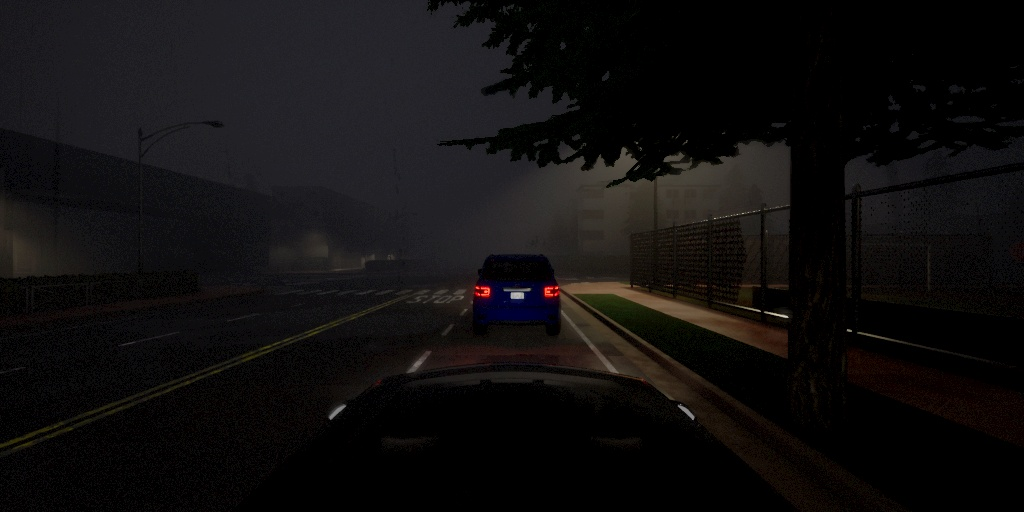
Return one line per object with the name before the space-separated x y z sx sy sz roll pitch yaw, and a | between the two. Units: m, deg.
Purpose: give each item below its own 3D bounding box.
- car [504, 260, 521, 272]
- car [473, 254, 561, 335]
car | 0.071 1.242 46.452 2.128 1.511 4.902 0 0 -1
car | 0.125 0.972 10.636 2.150 2.045 5.566 0 0 0
